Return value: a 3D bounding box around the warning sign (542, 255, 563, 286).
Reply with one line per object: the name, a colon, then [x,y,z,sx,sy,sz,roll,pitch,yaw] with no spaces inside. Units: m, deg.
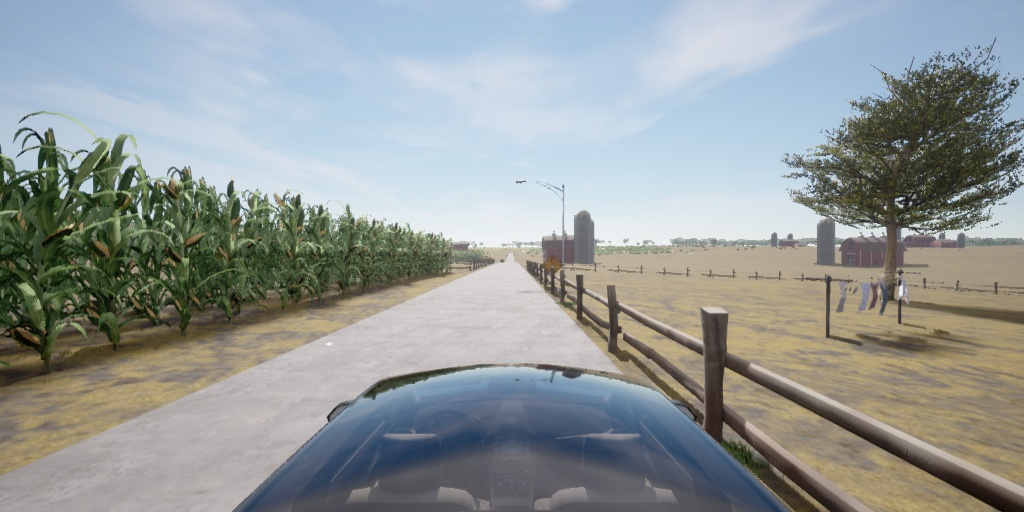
warning sign: [2.450,0.848,21.910,1.300,1.860,1.060,0,0,0]
